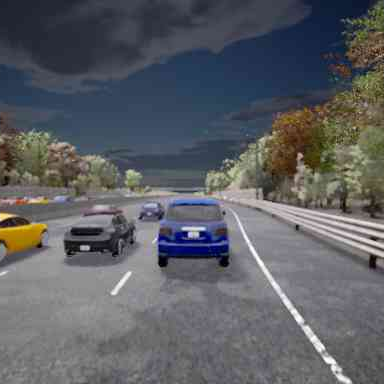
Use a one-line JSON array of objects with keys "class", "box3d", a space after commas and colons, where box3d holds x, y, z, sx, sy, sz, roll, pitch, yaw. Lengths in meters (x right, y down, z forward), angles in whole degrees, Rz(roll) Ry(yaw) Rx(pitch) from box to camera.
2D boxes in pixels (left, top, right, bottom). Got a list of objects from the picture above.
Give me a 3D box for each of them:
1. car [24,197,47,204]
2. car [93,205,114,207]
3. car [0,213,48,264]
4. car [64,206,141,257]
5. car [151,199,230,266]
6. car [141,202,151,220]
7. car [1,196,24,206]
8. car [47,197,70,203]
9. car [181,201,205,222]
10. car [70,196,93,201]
[{"class": "car", "box3d": [-24.553, 1.619, 53.745, 1.882, 1.535, 5.008, 0, 0, 0]}, {"class": "car", "box3d": [-6.941, 1.660, 26.594, 1.895, 1.301, 4.718, 0, 0, 0]}, {"class": "car", "box3d": [-6.936, 1.502, 11.916, 1.882, 1.535, 5.008, 0, 0, 0]}, {"class": "car", "box3d": [-3.429, 1.534, 13.124, 1.837, 1.490, 4.892, 0, 0, 0]}, {"class": "car", "box3d": [0.062, 1.248, 11.787, 2.150, 2.045, 5.566, 0, 0, 0]}, {"class": "car", "box3d": [-3.427, 1.591, 29.028, 1.812, 1.442, 4.674, 0, 0, 0]}, {"class": "car", "box3d": [-28.054, 1.489, 52.518, 2.097, 1.767, 4.553, 0, 0, 0]}, {"class": "car", "box3d": [-21.055, 1.619, 53.885, 1.882, 1.535, 5.008, 0, 0, 0]}, {"class": "car", "box3d": [0.070, 1.569, 28.124, 1.837, 1.490, 4.892, 0, 0, 0]}, {"class": "car", "box3d": [-17.560, 1.495, 54.017, 2.097, 1.767, 4.553, 0, 0, 0]}]
